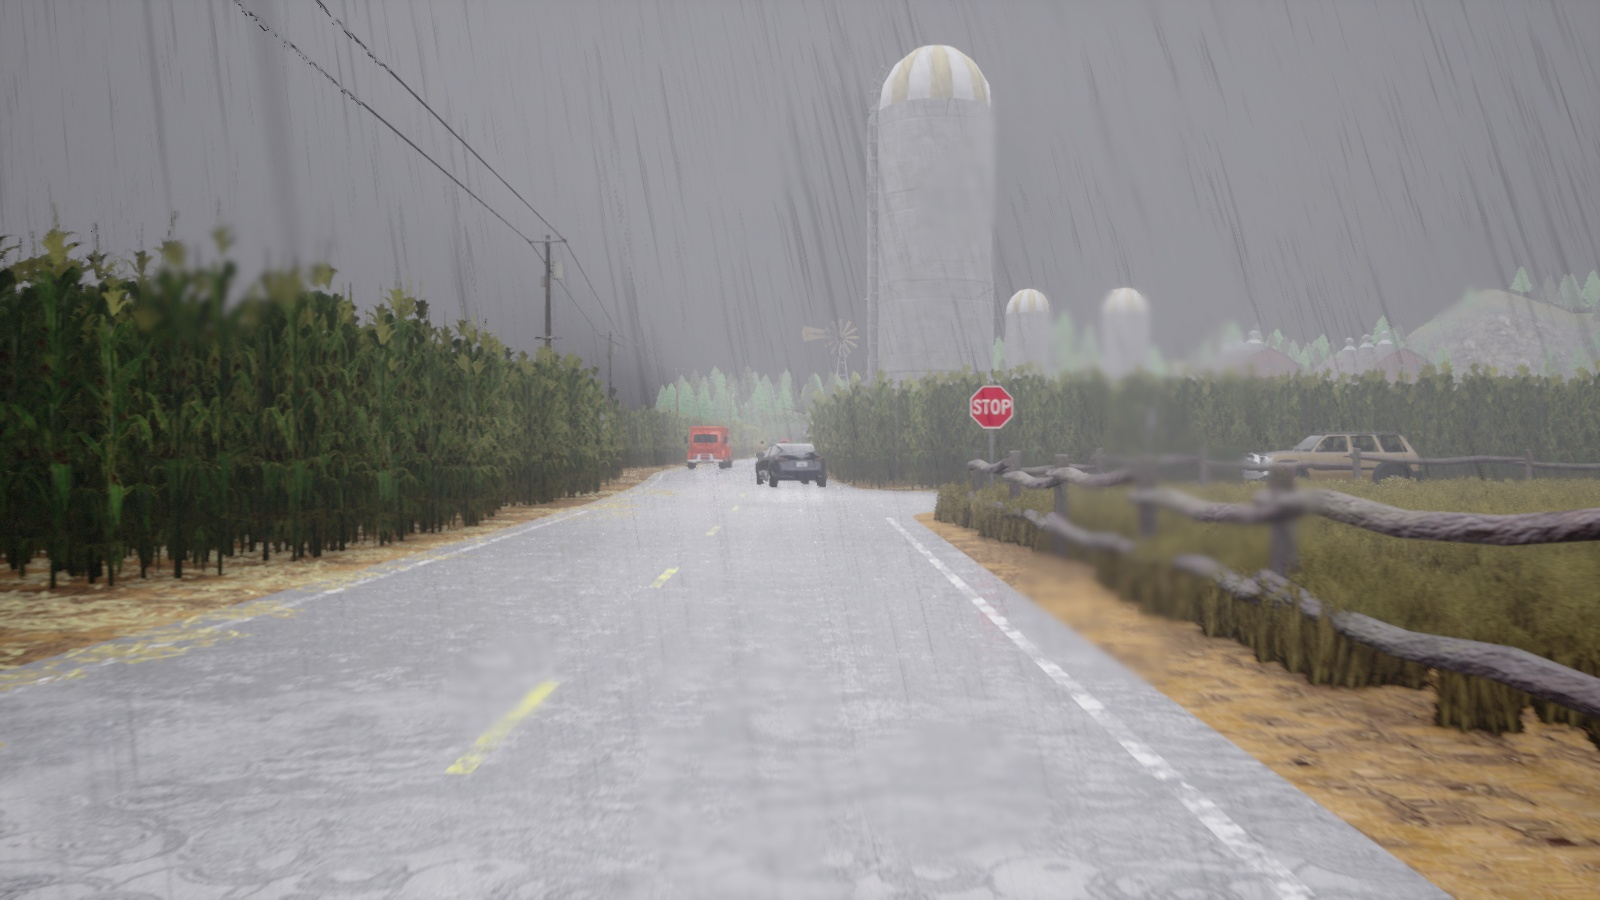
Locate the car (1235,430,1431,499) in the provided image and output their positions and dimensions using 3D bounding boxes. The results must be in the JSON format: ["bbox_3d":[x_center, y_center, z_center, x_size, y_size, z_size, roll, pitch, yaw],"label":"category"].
[{"bbox_3d":[14.728,0.378,34.878,4.605,1.855,1.932,0,0,0],"label":"car"}]

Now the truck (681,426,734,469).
[{"bbox_3d":[-5.343,-0.158,73.378,2.627,2.467,5.204,0,0,1],"label":"truck"}]

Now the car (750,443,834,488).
[{"bbox_3d":[-0.354,0.499,43.789,2.163,1.488,4.792,0,0,-10],"label":"car"}]
